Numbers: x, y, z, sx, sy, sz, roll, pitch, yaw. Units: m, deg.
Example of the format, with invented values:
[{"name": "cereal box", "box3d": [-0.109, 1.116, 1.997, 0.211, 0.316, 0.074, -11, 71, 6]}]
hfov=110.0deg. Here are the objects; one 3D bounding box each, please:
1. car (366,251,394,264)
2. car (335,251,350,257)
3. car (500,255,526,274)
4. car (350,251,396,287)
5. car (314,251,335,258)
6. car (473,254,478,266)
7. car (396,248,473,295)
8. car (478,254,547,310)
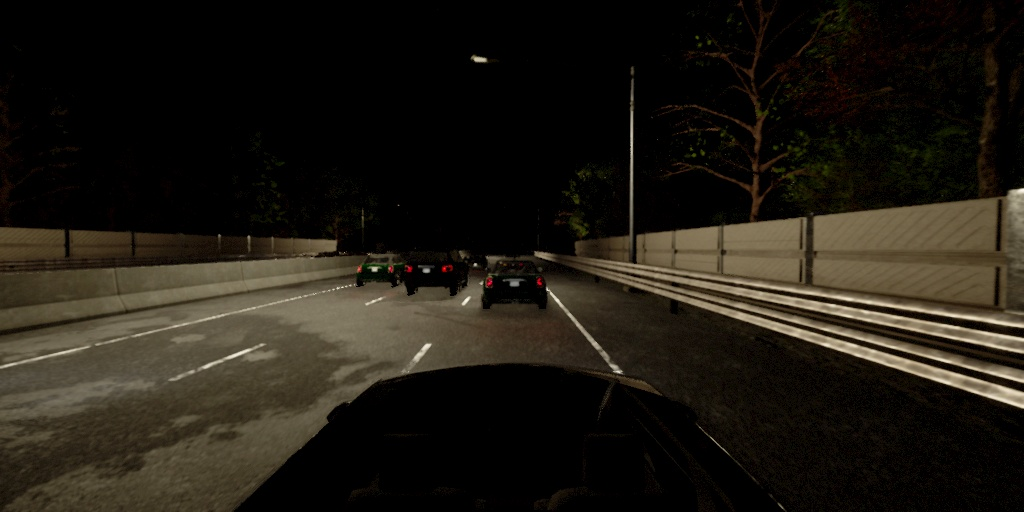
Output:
[{"name": "car", "box3d": [-17.531, 0.139, 47.781, 1.882, 1.535, 5.008, 0, 1, 0]}, {"name": "car", "box3d": [-21.031, 0.030, 47.775, 1.882, 1.535, 5.008, 0, 1, 0]}, {"name": "car", "box3d": [0.071, 0.627, 31.184, 2.033, 1.411, 5.357, 0, 1, 0]}, {"name": "car", "box3d": [-6.914, 0.684, 20.169, 2.097, 1.767, 4.553, 0, 1, 0]}, {"name": "car", "box3d": [-24.531, 0.166, 47.806, 2.097, 1.767, 4.553, 0, 1, 0]}, {"name": "car", "box3d": [-3.423, 0.485, 35.950, 1.837, 1.490, 4.892, 0, 1, 0]}, {"name": "car", "box3d": [-3.399, 0.621, 17.004, 2.150, 2.045, 5.566, 0, 1, 0]}, {"name": "car", "box3d": [0.082, 0.833, 13.223, 2.097, 1.767, 4.553, 0, 1, 0]}]
